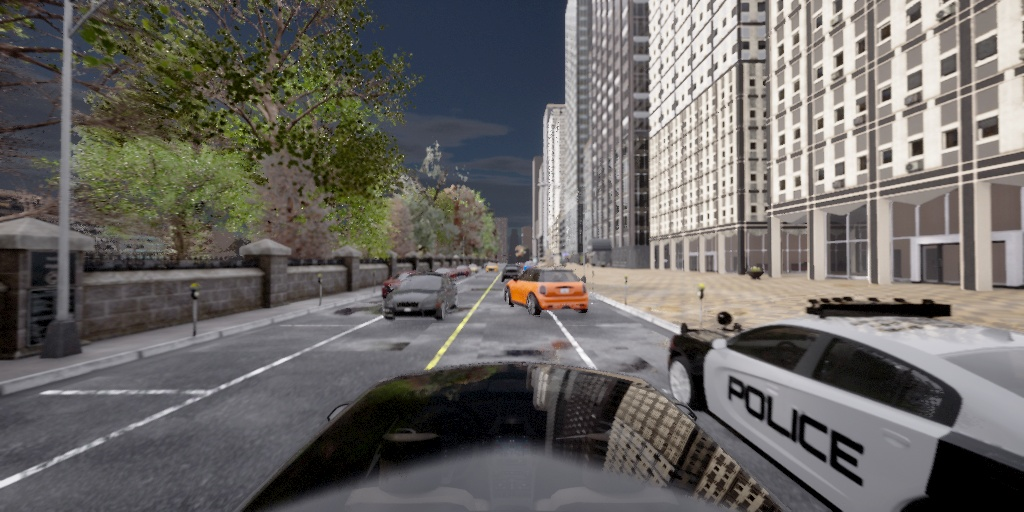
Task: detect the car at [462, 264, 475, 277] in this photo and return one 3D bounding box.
[{"bbox_3d":[-5.826,1.775,42.372,1.888,1.381,4.507,0,0,0],"label":"car"}]

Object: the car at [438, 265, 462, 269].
[{"bbox_3d":[-5.788,1.639,31.109,1.888,1.381,4.507,0,0,0],"label":"car"}]

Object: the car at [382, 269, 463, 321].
[{"bbox_3d":[-3.135,1.387,13.161,1.837,1.490,4.892,0,-1,0],"label":"car"}]

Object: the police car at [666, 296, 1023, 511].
[{"bbox_3d":[3.132,1.192,3.248,1.930,1.638,5.238,0,-1,0],"label":"police car"}]

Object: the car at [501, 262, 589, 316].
[{"bbox_3d":[1.209,1.247,14.386,2.097,1.767,4.553,0,-1,-17],"label":"car"}]

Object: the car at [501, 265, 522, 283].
[{"bbox_3d":[-0.018,1.633,33.955,1.837,1.490,4.892,0,0,0],"label":"car"}]

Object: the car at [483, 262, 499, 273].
[{"bbox_3d":[-3.192,1.925,58.829,1.882,1.535,5.008,0,-1,0],"label":"car"}]

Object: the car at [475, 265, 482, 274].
[{"bbox_3d":[-5.864,1.896,53.466,1.751,1.417,4.829,0,0,0],"label":"car"}]
